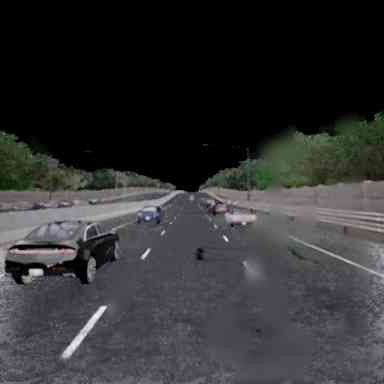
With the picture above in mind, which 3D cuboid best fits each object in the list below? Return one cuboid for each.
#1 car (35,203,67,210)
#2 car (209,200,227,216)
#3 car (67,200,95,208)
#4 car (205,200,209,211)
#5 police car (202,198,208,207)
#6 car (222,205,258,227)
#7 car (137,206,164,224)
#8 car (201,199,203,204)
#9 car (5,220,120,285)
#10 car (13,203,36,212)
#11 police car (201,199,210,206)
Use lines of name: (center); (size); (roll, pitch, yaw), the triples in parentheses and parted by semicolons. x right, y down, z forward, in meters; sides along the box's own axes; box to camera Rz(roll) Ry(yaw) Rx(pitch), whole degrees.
car: (-17.585, 2.139, 42.796); (2.033, 1.411, 5.357); (0, -1, 0)
car: (3.500, 1.990, 40.606); (2.033, 1.649, 4.856); (0, -1, 0)
car: (-14.082, 1.952, 43.374); (2.097, 1.767, 4.553); (0, -1, 0)
car: (3.500, 2.247, 51.605); (1.812, 1.442, 4.674); (0, -1, 0)
police car: (3.500, 2.285, 62.717); (1.930, 1.638, 5.238); (0, -1, 0)
car: (3.600, 1.904, 25.185); (1.895, 1.301, 4.718); (0, -1, 0)
car: (-3.400, 1.873, 27.818); (1.812, 1.442, 4.674); (0, -1, 0)
car: (3.500, 2.491, 73.609); (1.837, 1.490, 4.892); (0, -1, 0)
car: (-3.400, 1.562, 9.677); (2.128, 1.511, 4.902); (0, -1, 0)
car: (-21.082, 2.148, 43.422); (2.033, 1.411, 5.357); (0, -1, 0)
police car: (3.500, 2.601, 84.607); (2.038, 1.542, 4.974); (0, 0, 0)
